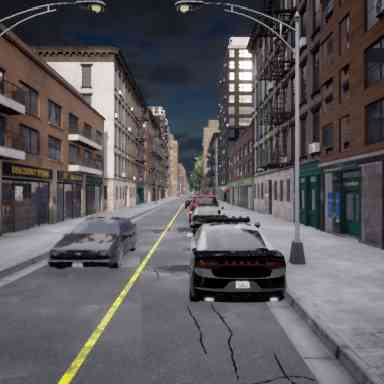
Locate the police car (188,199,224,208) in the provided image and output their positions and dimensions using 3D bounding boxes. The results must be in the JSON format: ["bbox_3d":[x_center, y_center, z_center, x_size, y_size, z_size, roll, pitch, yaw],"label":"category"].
[{"bbox_3d":[0.872,1.434,18.427,1.930,1.638,5.238,0,0,0],"label":"police car"}]

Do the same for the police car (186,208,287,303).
[{"bbox_3d":[0.887,1.427,8.427,1.930,1.638,5.238,0,0,0],"label":"police car"}]

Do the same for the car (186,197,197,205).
[{"bbox_3d":[-0.092,1.630,59.873,1.994,1.385,4.181,0,0,0],"label":"car"}]

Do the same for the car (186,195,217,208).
[{"bbox_3d":[0.863,1.239,24.348,2.150,2.045,5.566,0,0,0],"label":"car"}]

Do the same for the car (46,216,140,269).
[{"bbox_3d":[-3.017,1.551,11.442,2.033,1.411,5.357,0,0,0],"label":"car"}]

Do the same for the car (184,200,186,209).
[{"bbox_3d":[-0.058,1.548,46.482,1.837,1.490,4.892,0,0,0],"label":"car"}]
